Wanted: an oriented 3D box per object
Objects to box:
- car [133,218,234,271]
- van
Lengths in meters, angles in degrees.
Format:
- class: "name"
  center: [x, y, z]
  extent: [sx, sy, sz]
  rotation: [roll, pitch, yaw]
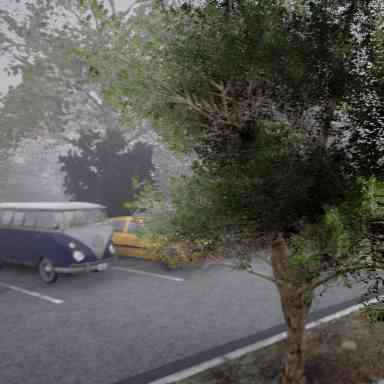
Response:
- class: "car"
  center: [-1.535, 1.495, 11.079]
  extent: [5.366, 1.575, 1.946]
  rotation: [-1, -1, 35]
- class: "van"
  center: [-4.016, 1.275, 9.394]
  extent: [4.442, 1.987, 1.878]
  rotation: [-1, -1, 34]
